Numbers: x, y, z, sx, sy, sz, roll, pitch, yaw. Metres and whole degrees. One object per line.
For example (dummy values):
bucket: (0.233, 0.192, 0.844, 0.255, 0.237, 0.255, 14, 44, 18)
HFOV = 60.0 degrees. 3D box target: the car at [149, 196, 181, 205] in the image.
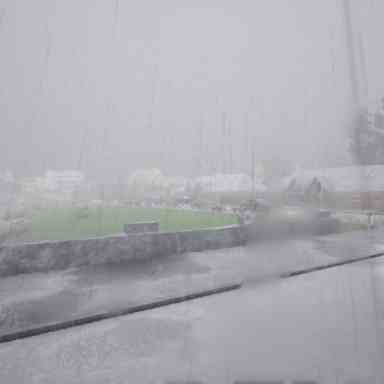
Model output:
car: (-4.469, 1.545, 54.482, 2.033, 1.411, 5.357, 0, 0, -35)

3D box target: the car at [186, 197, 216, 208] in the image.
car: (1.604, 1.561, 45.891, 1.994, 1.385, 4.181, 0, 0, -36)

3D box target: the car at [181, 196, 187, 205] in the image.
car: (-1.664, 1.474, 57.614, 1.882, 1.535, 5.008, 0, 0, -35)

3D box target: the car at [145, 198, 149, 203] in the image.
car: (-7.588, 1.474, 65.849, 1.882, 1.535, 5.008, 0, 0, -35)

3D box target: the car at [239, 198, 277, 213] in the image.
car: (7.448, 1.502, 37.679, 1.837, 1.490, 4.892, 0, 0, -35)
